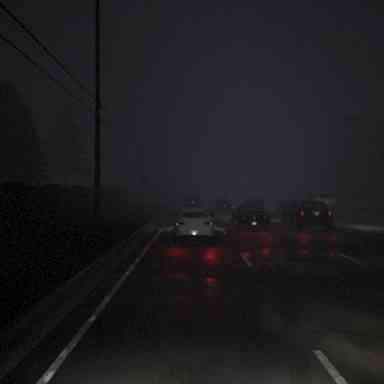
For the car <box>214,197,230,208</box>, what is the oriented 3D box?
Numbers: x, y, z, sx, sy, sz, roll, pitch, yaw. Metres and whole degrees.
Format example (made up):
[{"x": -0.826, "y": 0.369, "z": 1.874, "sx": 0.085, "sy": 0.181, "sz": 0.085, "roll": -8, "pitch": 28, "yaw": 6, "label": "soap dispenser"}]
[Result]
[{"x": 3.578, "y": 1.362, "z": 39.187, "sx": 1.812, "sy": 1.442, "sz": 4.674, "roll": 0, "pitch": 0, "yaw": 0, "label": "car"}]

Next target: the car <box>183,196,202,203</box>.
[{"x": 0.091, "y": 1.193, "z": 37.904, "sx": 2.097, "sy": 1.767, "sz": 4.553, "roll": 0, "pitch": 0, "yaw": 0, "label": "car"}]

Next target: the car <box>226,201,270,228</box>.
[{"x": 3.595, "y": 1.511, "z": 21.441, "sx": 1.895, "sy": 1.301, "sz": 4.718, "roll": 0, "pitch": 0, "yaw": 0, "label": "car"}]

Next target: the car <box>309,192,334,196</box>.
[{"x": 14.092, "y": 1.066, "z": 37.204, "sx": 2.150, "sy": 2.045, "sz": 5.566, "roll": 0, "pitch": 0, "yaw": 0, "label": "car"}]

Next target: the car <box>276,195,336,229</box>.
[{"x": 7.095, "y": 1.264, "z": 21.035, "sx": 2.097, "sy": 1.767, "sz": 4.553, "roll": 0, "pitch": 0, "yaw": 0, "label": "car"}]

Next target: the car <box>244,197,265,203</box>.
[{"x": 7.091, "y": 1.332, "z": 38.167, "sx": 2.128, "sy": 1.511, "sz": 4.902, "roll": 0, "pitch": 0, "yaw": 0, "label": "car"}]

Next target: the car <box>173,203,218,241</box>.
[{"x": 0.084, "y": 1.459, "z": 16.045, "sx": 1.812, "sy": 1.442, "sz": 4.674, "roll": 0, "pitch": 0, "yaw": 0, "label": "car"}]
